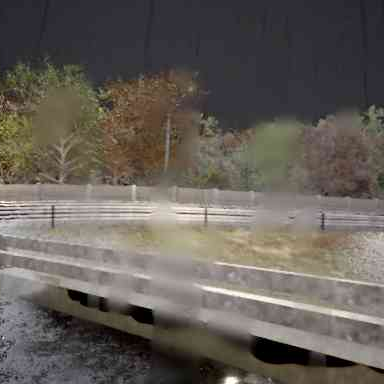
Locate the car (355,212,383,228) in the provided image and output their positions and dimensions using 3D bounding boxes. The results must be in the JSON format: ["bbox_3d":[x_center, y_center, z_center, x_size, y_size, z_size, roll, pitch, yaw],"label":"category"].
[{"bbox_3d":[19.286,2.851,34.756,4.553,1.767,2.097,3,-1,-18],"label":"car"}]

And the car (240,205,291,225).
[{"bbox_3d":[6.751,1.961,30.646,4.553,1.767,2.097,4,-1,-18],"label":"car"}]
